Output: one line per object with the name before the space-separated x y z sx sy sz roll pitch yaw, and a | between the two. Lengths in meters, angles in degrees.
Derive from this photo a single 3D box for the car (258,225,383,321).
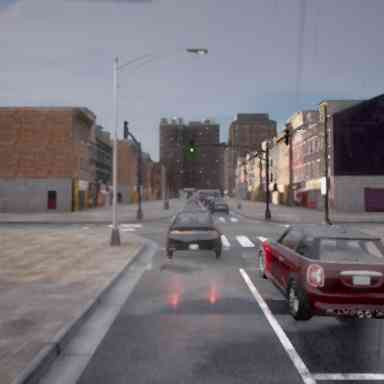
car | 2.687 1.415 7.189 1.967 1.590 4.097 2 0 0

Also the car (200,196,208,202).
car | 2.925 1.706 82.875 1.802 1.307 4.206 1 0 0

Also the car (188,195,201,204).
car | 0.220 1.552 60.937 2.033 1.411 5.357 0 0 1

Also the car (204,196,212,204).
car | 2.785 1.504 39.374 1.947 1.339 4.313 1 0 0

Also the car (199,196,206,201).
car | 2.960 1.749 93.751 1.887 1.381 4.507 1 0 0

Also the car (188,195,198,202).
car | 0.245 1.444 74.475 2.033 1.411 5.357 0 0 0

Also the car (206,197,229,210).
car | 2.768 1.499 33.937 1.947 1.339 4.313 1 0 0

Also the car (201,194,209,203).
car | 2.926 1.453 53.656 1.882 1.535 5.008 0 0 0

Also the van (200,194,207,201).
van | 2.947 1.504 88.315 1.690 1.788 3.998 1 0 0

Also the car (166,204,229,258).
car | 0.085 1.446 12.566 2.128 1.511 4.902 0 0 1
